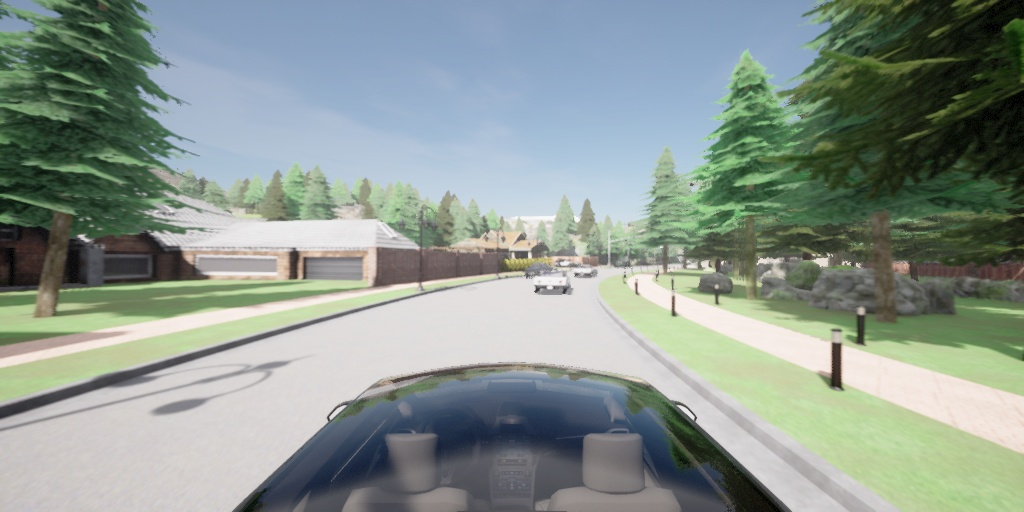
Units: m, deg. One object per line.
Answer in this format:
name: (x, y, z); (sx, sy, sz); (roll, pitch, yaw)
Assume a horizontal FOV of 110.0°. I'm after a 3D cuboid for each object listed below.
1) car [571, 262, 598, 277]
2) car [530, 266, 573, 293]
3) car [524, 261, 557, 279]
car: (8.125, 1.612, 39.103); (1.895, 1.301, 4.718); (0, 0, 23)
car: (2.558, 1.481, 22.050); (1.895, 1.301, 4.718); (0, 0, 12)
car: (2.641, 1.458, 35.247); (1.837, 1.490, 4.892); (0, 0, 21)
